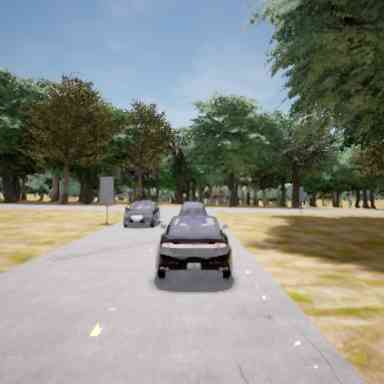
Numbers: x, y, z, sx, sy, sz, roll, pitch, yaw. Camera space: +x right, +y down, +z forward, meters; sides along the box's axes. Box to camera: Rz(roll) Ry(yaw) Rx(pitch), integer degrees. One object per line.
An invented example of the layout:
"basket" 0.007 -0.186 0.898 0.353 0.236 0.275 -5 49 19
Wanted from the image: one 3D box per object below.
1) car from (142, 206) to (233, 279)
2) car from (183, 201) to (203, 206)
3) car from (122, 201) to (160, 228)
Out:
"car" 0.067 1.383 9.656 2.128 1.511 4.902 0 0 1
"car" 0.075 1.365 23.586 2.033 1.411 5.357 0 0 1
"car" -3.041 1.318 20.861 2.128 1.511 4.902 0 0 0
